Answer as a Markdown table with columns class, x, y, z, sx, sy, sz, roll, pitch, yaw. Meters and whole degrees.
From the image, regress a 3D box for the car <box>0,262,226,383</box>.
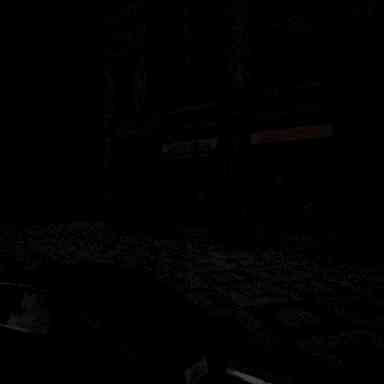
| class | x | y | z | sx | sy | sz | roll | pitch | yaw |
| --- | --- | --- | --- | --- | --- | --- | --- | --- | --- |
| car | -1.652 | 1.559 | 4.034 | 4.313 | 1.339 | 1.947 | 0 | 0 | 35 |
